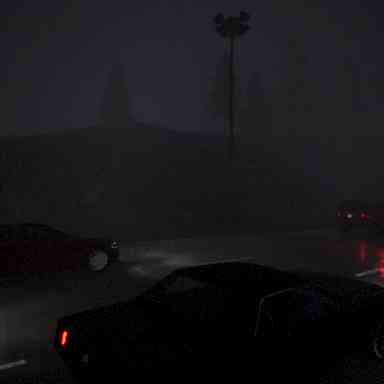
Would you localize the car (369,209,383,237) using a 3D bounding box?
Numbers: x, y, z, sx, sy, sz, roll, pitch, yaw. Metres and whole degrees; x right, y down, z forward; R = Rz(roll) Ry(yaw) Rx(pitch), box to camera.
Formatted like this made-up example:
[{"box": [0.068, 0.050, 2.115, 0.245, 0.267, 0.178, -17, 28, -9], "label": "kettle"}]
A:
[{"box": [10.979, 1.712, 16.034, 4.902, 1.511, 2.128, 1, -1, -36], "label": "car"}]

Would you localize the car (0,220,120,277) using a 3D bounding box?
[{"box": [-4.479, 1.503, 9.172, 5.008, 1.535, 1.882, 1, -1, -36], "label": "car"}]

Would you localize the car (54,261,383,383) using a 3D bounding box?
[{"box": [0.872, 1.640, 4.397, 4.718, 1.301, 1.895, 1, -1, -36], "label": "car"}]

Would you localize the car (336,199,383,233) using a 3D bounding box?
[{"box": [11.129, 1.476, 20.466, 5.566, 2.045, 2.150, 1, -1, -36], "label": "car"}]
